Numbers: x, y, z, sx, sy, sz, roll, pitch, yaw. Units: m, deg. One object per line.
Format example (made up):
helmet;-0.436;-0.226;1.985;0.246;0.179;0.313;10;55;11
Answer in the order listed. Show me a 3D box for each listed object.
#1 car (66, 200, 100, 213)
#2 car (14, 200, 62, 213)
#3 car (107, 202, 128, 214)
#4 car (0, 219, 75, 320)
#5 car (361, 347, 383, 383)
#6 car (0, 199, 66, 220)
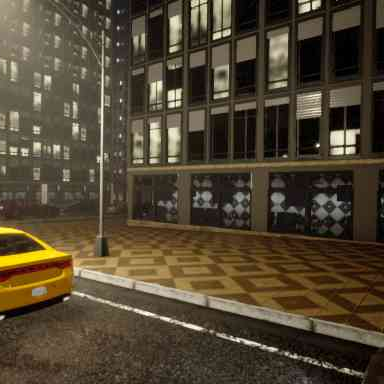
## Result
car;-13.462;1.742;40.620;2.033;1.411;5.357;1;0;36
car;-17.898;1.643;38.956;1.752;1.417;4.829;1;0;36
car;-7.603;1.830;38.823;1.752;1.417;4.829;1;0;36
car;-4.528;1.474;6.881;5.008;1.535;1.882;0;0;35
car;3.491;1.548;1.208;5.357;1.411;2.033;0;0;35
car;-14.374;1.519;29.592;2.192;1.841;5.009;1;0;36
